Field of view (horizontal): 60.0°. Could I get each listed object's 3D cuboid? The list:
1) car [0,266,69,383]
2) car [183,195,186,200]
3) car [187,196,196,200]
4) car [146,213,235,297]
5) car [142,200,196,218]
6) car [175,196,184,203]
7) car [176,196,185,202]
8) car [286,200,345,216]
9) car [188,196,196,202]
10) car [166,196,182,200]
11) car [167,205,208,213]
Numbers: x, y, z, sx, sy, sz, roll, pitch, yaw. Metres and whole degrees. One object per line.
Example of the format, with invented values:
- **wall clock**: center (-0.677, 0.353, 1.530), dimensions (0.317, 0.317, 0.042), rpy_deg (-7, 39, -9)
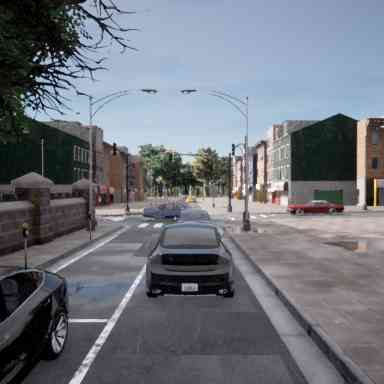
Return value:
- **car**: center (-2.646, 1.565, 3.237), dimensions (1.947, 1.339, 4.313), rpy_deg (-1, 0, 0)
- **car**: center (-2.682, 1.628, 63.296), dimensions (1.887, 1.381, 4.507), rpy_deg (-1, 0, 0)
- **car**: center (-0.029, 1.582, 71.711), dimensions (1.882, 1.535, 5.008), rpy_deg (0, 0, 0)
- **car**: center (-0.027, 1.505, 8.532), dimensions (1.837, 1.490, 4.892), rpy_deg (0, 0, 0)
- **car**: center (-1.279, 1.566, 26.898), dimensions (5.357, 1.411, 2.033), rpy_deg (0, 0, 0)
- **car**: center (-2.688, 1.655, 74.165), dimensions (1.887, 1.381, 4.507), rpy_deg (-1, 0, 0)
- **car**: center (-2.691, 1.690, 79.600), dimensions (1.947, 1.339, 4.313), rpy_deg (-1, 0, 0)
- **car**: center (10.941, 1.428, 29.835), dimensions (4.718, 1.301, 1.895), rpy_deg (-1, 1, 0)
- **car**: center (-0.046, 1.671, 82.145), dimensions (2.033, 1.411, 5.357), rpy_deg (0, 0, 0)
- **car**: center (-2.670, 1.478, 41.557), dimensions (1.967, 1.590, 4.097), rpy_deg (-1, 0, 0)
- **car**: center (0.091, 1.552, 15.977), dimensions (2.033, 1.411, 5.357), rpy_deg (0, 0, 0)
